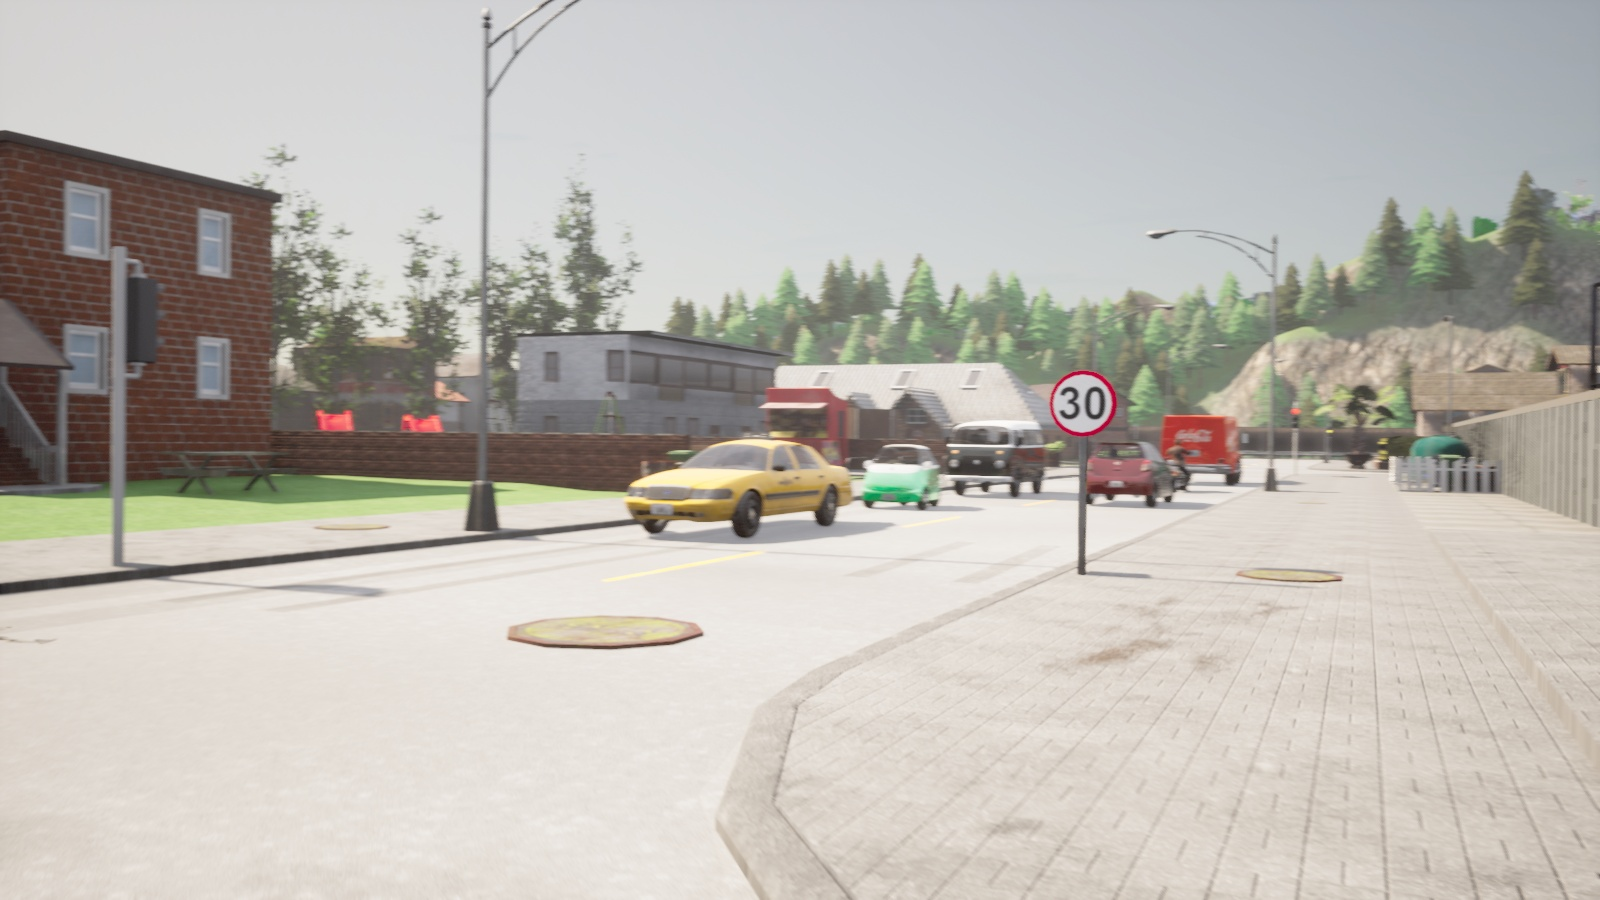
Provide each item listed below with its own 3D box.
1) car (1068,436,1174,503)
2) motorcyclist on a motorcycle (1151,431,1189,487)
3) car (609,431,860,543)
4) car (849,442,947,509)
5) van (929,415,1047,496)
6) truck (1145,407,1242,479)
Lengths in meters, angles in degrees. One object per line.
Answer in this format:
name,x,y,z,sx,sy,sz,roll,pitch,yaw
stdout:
car,7.720,0.423,30.010,1.845,1.501,3.633,0,1,24
motorcyclist on a motorcycle,11.260,0.263,38.170,0.766,1.649,2.350,0,0,25
car,-0.851,0.489,20.333,1.801,1.575,5.366,0,1,24
car,2.154,0.523,27.208,1.481,1.376,2.207,0,0,24
van,5.204,0.109,34.191,2.069,2.038,4.480,0,1,24
truck,14.431,-0.264,45.822,2.627,2.467,5.204,0,1,26
